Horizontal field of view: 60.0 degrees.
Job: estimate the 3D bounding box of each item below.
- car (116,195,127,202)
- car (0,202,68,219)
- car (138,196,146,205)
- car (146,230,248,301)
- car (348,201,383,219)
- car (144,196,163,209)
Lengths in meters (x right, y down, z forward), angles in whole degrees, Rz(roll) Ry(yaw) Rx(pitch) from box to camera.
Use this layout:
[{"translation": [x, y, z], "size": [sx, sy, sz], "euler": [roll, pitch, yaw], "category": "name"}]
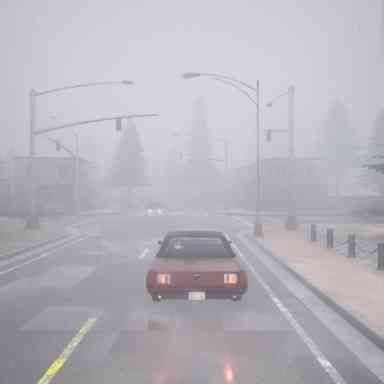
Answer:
[{"translation": [-15.113, 1.431, 72.453], "size": [1.882, 1.535, 5.008], "euler": [0, 0, -31], "category": "car"}, {"translation": [-13.382, 1.532, 28.296], "size": [5.357, 1.411, 2.033], "euler": [0, 0, 7], "category": "car"}, {"translation": [-8.280, 1.472, 58.633], "size": [1.837, 1.490, 4.892], "euler": [0, -1, -20], "category": "car"}, {"translation": [0.071, 1.601, 8.268], "size": [1.895, 1.301, 4.718], "euler": [0, 0, -1], "category": "car"}, {"translation": [15.762, 1.476, 27.933], "size": [4.902, 1.511, 2.128], "euler": [0, 0, 2], "category": "car"}, {"translation": [-4.838, 1.529, 43.482], "size": [1.994, 1.385, 4.181], "euler": [0, 0, -6], "category": "car"}]
